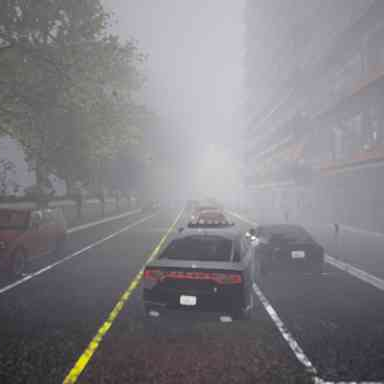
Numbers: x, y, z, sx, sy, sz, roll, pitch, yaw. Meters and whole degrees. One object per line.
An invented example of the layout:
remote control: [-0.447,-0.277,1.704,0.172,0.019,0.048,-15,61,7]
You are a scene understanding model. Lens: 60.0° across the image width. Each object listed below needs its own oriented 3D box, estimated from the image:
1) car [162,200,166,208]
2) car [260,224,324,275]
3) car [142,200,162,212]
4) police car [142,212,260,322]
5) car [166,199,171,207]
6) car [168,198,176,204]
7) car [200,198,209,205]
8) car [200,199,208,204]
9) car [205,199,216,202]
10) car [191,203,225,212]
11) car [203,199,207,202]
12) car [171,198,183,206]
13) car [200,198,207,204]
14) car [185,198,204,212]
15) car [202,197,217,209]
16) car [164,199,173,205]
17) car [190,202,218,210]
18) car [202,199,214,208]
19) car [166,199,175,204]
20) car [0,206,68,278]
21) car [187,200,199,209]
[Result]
car: [-5.532,1.920,50.046,1.967,1.590,4.097,0,-1,0]
car: [2.730,1.659,10.613,1.947,1.339,4.313,0,-1,0]
car: [-5.549,1.864,44.418,1.967,1.590,4.097,0,-1,0]
police car: [0.475,1.495,7.679,1.930,1.638,5.238,0,-1,12]
car: [-5.498,2.143,61.306,2.008,1.369,4.403,0,-1,0]
car: [-5.414,2.410,89.287,1.752,1.417,4.829,0,-1,0]
car: [2.932,2.194,78.172,1.967,1.590,4.097,0,-1,0]
car: [2.950,2.380,83.802,1.947,1.339,4.313,0,-1,0]
car: [2.815,1.902,38.762,1.887,1.381,4.507,0,-1,0]
car: [0.962,1.614,17.569,1.801,1.575,5.366,0,-1,0]
car: [2.831,1.957,44.393,1.887,1.381,4.507,0,-1,0]
car: [-2.787,2.163,68.107,1.837,1.490,4.892,0,-1,0]
car: [2.967,2.402,89.603,1.752,1.417,4.829,0,-1,0]
car: [0.178,1.777,45.288,2.097,1.767,4.553,0,-1,1]
car: [2.864,1.840,55.654,2.192,1.841,5.009,0,-1,0]
car: [-5.448,2.289,78.026,1.752,1.417,4.829,0,-1,0]
car: [0.979,1.690,23.379,1.882,1.535,5.008,0,-1,0]
car: [2.882,2.021,61.283,1.967,1.590,4.097,0,-1,0]
car: [-5.430,2.376,83.826,2.008,1.369,4.403,0,-1,0]
car: [-5.650,1.419,10.640,2.192,1.841,5.009,0,-1,0]
car: [0.183,2.116,57.969,1.994,1.385,4.181,0,-1,0]
